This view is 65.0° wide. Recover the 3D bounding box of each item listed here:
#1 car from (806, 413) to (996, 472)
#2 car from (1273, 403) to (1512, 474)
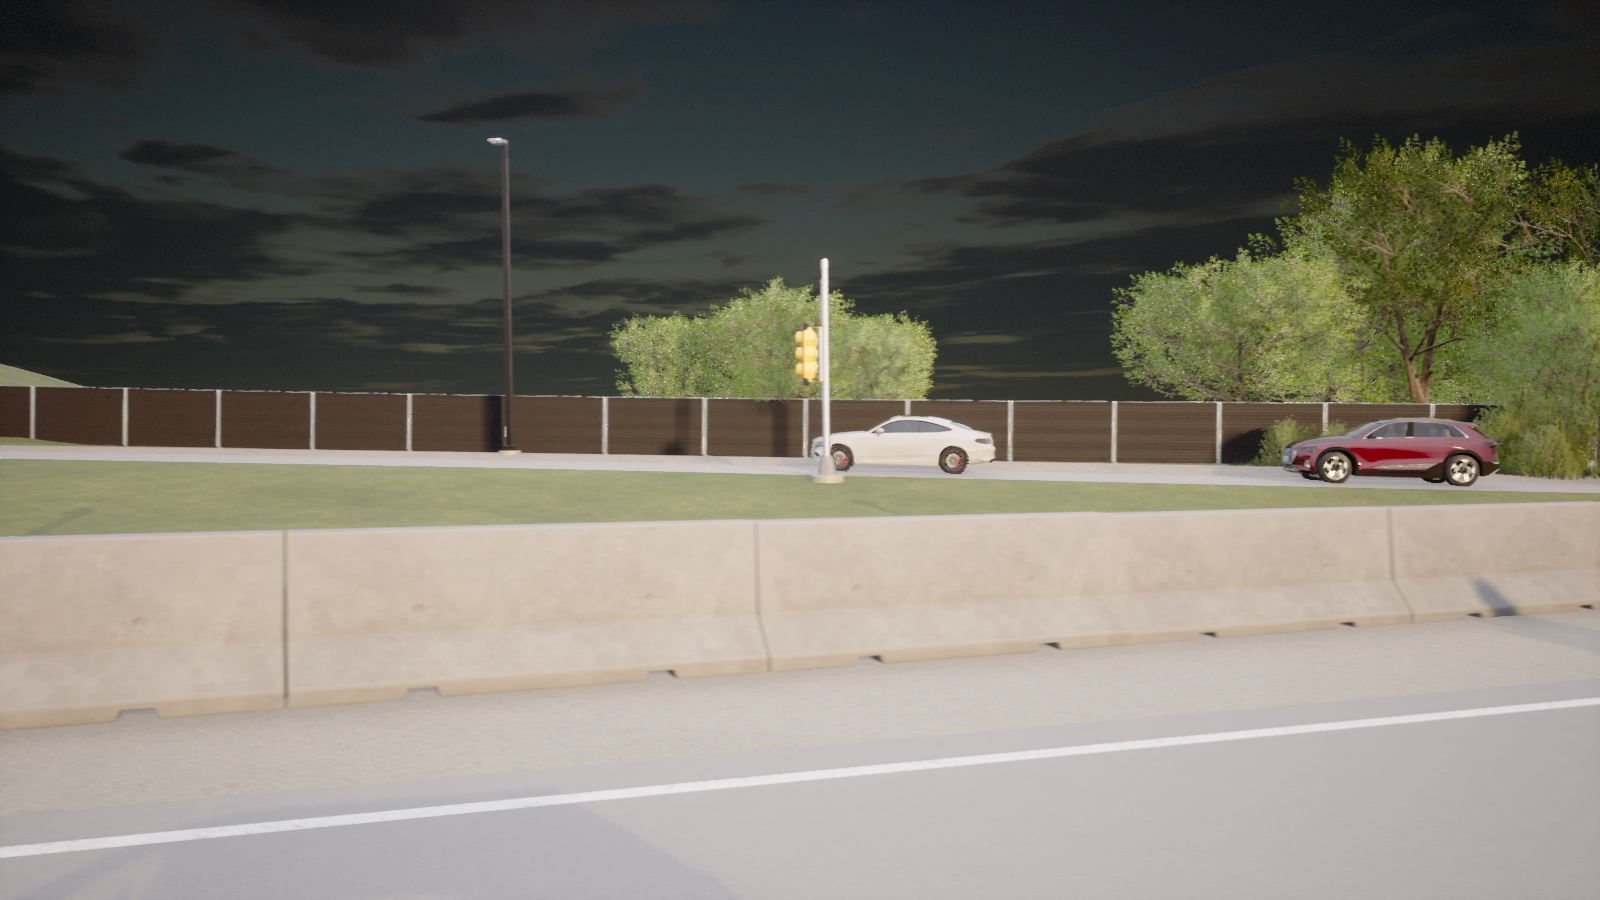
[{"bbox_3d":[2.582,-0.213,32.016,4.674,1.442,1.812,0,2,6],"label":"car"},{"bbox_3d":[14.391,-0.307,30.753,4.856,1.649,2.033,0,2,6],"label":"car"}]
